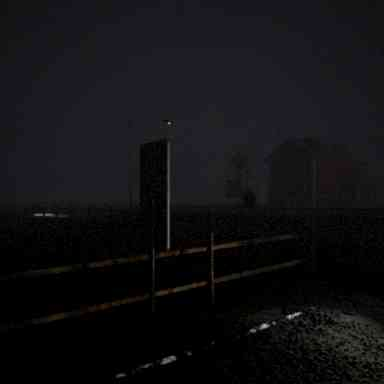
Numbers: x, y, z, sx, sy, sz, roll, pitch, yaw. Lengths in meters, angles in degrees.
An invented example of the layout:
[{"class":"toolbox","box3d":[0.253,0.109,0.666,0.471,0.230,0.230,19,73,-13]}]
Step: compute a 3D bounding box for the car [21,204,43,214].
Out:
[{"class":"car","box3d":[-22.886,2.388,47.877,1.895,1.301,4.718,0,-1,-43]}]
